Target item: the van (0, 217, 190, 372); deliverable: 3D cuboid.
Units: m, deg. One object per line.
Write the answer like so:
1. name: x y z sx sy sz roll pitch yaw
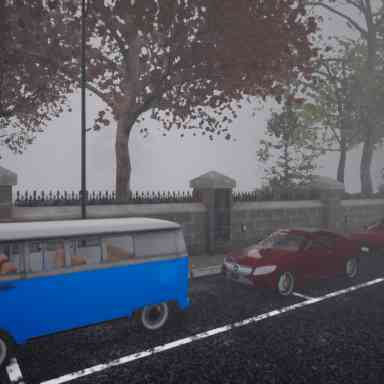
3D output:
1. van: -1.950 1.341 5.166 3.998 1.788 1.690 0 0 -35

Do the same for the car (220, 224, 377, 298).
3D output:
1. car: 2.641 1.582 8.426 4.206 1.307 1.802 0 0 -35

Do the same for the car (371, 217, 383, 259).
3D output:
1. car: 7.232 1.545 11.686 4.507 1.381 1.887 0 0 -35
